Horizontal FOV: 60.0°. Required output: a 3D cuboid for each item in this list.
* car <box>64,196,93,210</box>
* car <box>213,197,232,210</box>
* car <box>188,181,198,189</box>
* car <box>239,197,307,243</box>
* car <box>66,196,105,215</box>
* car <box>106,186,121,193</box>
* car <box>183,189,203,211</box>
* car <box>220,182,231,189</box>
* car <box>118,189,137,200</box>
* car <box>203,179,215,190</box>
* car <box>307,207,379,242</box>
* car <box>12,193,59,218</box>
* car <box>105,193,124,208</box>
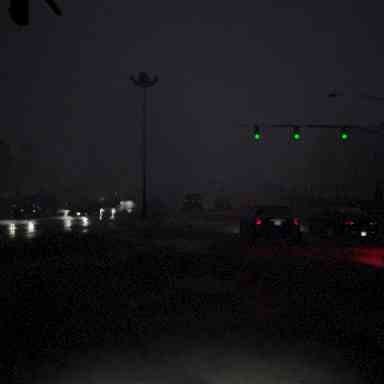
[{"bbox_3d":[-14.066,1.297,41.446,1.837,1.490,4.892,0,2,0],"label":"car"},{"bbox_3d":[3.604,1.337,39.810,2.128,1.511,4.902,0,2,0],"label":"car"},{"bbox_3d":[0.148,-1.587,70.854,2.097,1.767,4.553,0,7,0],"label":"car"},{"bbox_3d":[3.602,1.322,16.076,2.097,1.767,4.553,0,0,0],"label":"car"},{"bbox_3d":[-10.572,1.407,33.317,1.882,1.535,5.008,0,0,0],"label":"car"},{"bbox_3d":[-13.922,-0.154,59.384,2.097,1.767,4.553,0,6,1],"label":"car"},{"bbox_3d":[0.103,1.089,39.035,2.150,2.045,5.566,0,1,0],"label":"car"},{"bbox_3d":[7.149,-1.395,70.870,1.994,1.385,4.181,0,7,0],"label":"car"},{"bbox_3d":[-10.479,0.531,55.075,1.895,1.301,4.718,0,5,1],"label":"car"},{"bbox_3d":[3.649,-1.724,70.879,2.150,2.045,5.566,0,7,0],"label":"car"},{"bbox_3d":[7.101,1.475,16.184,1.837,1.490,4.892,0,0,0],"label":"car"},{"bbox_3d":[-14.087,1.161,30.368,2.150,2.045,5.566,0,0,0],"label":"car"},{"bbox_3d":[-10.554,1.243,43.339,1.812,1.442,4.674,0,2,0],"label":"car"}]
